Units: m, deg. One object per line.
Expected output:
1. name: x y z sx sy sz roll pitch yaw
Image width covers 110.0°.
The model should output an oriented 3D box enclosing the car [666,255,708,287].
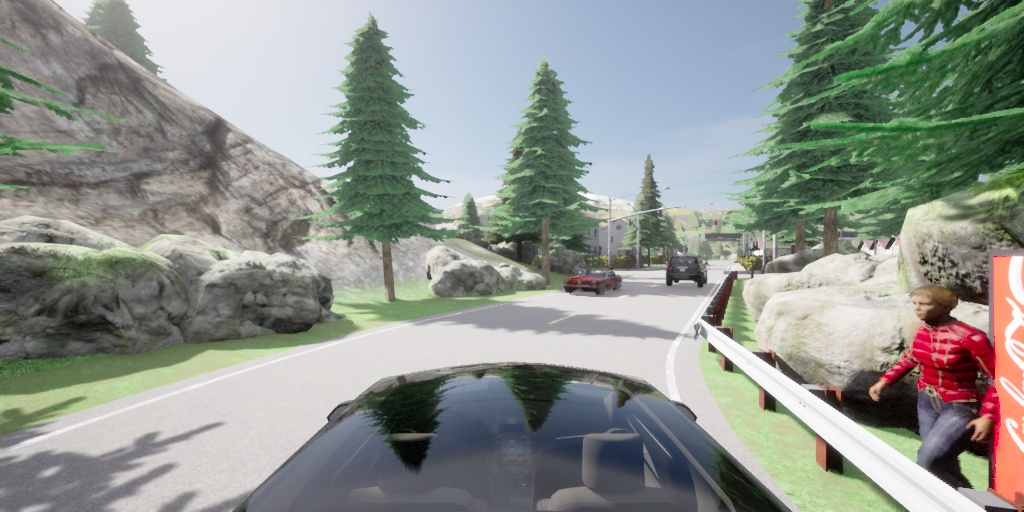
1. car: 12.024 0.971 24.572 2.150 2.045 5.566 0 0 32

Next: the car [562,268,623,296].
1. car: 4.457 1.350 19.402 1.895 1.301 4.718 0 0 32

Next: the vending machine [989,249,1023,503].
1. vending machine: 3.364 0.945 1.694 1.100 2.100 0.880 0 0 6

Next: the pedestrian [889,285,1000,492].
1. pedestrian: 2.999 1.044 2.473 0.375 1.860 0.375 0 0 9
